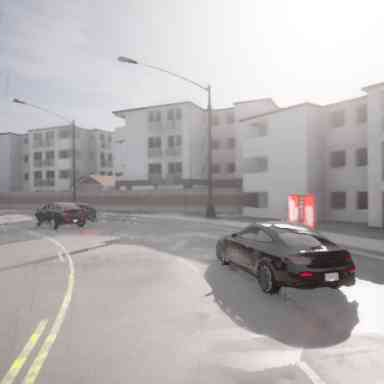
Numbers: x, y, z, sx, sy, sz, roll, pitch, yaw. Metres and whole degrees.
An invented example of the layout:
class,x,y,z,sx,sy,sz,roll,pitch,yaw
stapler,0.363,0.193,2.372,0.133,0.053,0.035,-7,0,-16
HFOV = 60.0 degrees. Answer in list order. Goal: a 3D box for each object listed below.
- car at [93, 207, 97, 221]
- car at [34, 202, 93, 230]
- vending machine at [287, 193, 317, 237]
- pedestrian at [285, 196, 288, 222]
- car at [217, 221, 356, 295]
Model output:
class,x,y,z,sx,sy,sz,roll,pitch,yaw
car,-9.491,1.575,26.509,4.892,1.490,1.837,-1,-1,41
car,-8.495,1.420,21.181,1.837,1.490,4.892,0,0,-43
vending machine,5.495,1.110,16.682,1.100,2.100,0.880,-1,0,-25
pedestrian,5.128,1.059,17.391,0.375,1.860,0.375,-1,0,-26
car,2.129,1.489,8.686,1.812,1.442,4.674,0,0,-15
